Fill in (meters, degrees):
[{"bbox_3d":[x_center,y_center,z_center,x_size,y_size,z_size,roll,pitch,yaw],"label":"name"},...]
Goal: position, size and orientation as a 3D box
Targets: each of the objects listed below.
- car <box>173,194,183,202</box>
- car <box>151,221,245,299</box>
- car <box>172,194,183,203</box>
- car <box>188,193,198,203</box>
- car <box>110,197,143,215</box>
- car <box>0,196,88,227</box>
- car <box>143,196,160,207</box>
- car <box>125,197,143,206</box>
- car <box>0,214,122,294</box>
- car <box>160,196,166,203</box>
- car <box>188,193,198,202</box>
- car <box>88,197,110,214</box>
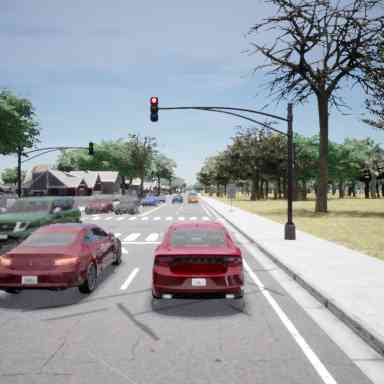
[{"bbox_3d":[-3.068,1.320,76.287,2.097,1.767,4.553,0,0,0],"label":"car"},{"bbox_3d":[0.118,1.477,8.486,1.882,1.535,5.008,0,0,0],"label":"car"},{"bbox_3d":[-2.990,1.499,66.321,1.812,1.442,4.674,0,0,0],"label":"car"},{"bbox_3d":[0.255,1.451,65.914,1.882,1.535,5.008,0,0,0],"label":"car"},{"bbox_3d":[-6.520,1.499,33.562,1.837,1.490,4.892,0,0,0],"label":"car"},{"bbox_3d":[-6.566,1.221,14.343,2.150,2.045,5.566,0,0,0],"label":"car"},{"bbox_3d":[-6.473,1.464,50.821,1.882,1.535,5.008,0,0,0],"label":"car"},{"bbox_3d":[-9.701,1.530,56.259,2.033,1.411,5.357,0,0,0],"label":"car"},{"bbox_3d":[-3.130,1.525,8.697,1.812,1.442,4.674,0,0,0],"label":"car"},{"bbox_3d":[-6.338,1.520,67.969,2.033,1.411,5.357,0,0,0],"label":"car"},{"bbox_3d":[0.182,1.190,76.315,2.150,2.045,5.566,0,0,0],"label":"car"},{"bbox_3d":[-9.764,1.346,35.441,2.097,1.767,4.553,0,0,0],"label":"car"}]
